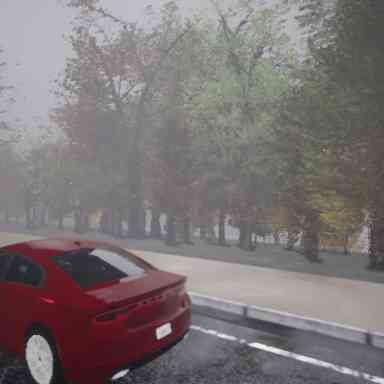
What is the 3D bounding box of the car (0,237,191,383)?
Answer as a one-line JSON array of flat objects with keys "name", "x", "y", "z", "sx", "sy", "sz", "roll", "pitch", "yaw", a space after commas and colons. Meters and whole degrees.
[{"name": "car", "x": -2.351, "y": 1.484, "z": 5.354, "sx": 5.008, "sy": 1.535, "sz": 1.882, "roll": 0, "pitch": 0, "yaw": 35}]
